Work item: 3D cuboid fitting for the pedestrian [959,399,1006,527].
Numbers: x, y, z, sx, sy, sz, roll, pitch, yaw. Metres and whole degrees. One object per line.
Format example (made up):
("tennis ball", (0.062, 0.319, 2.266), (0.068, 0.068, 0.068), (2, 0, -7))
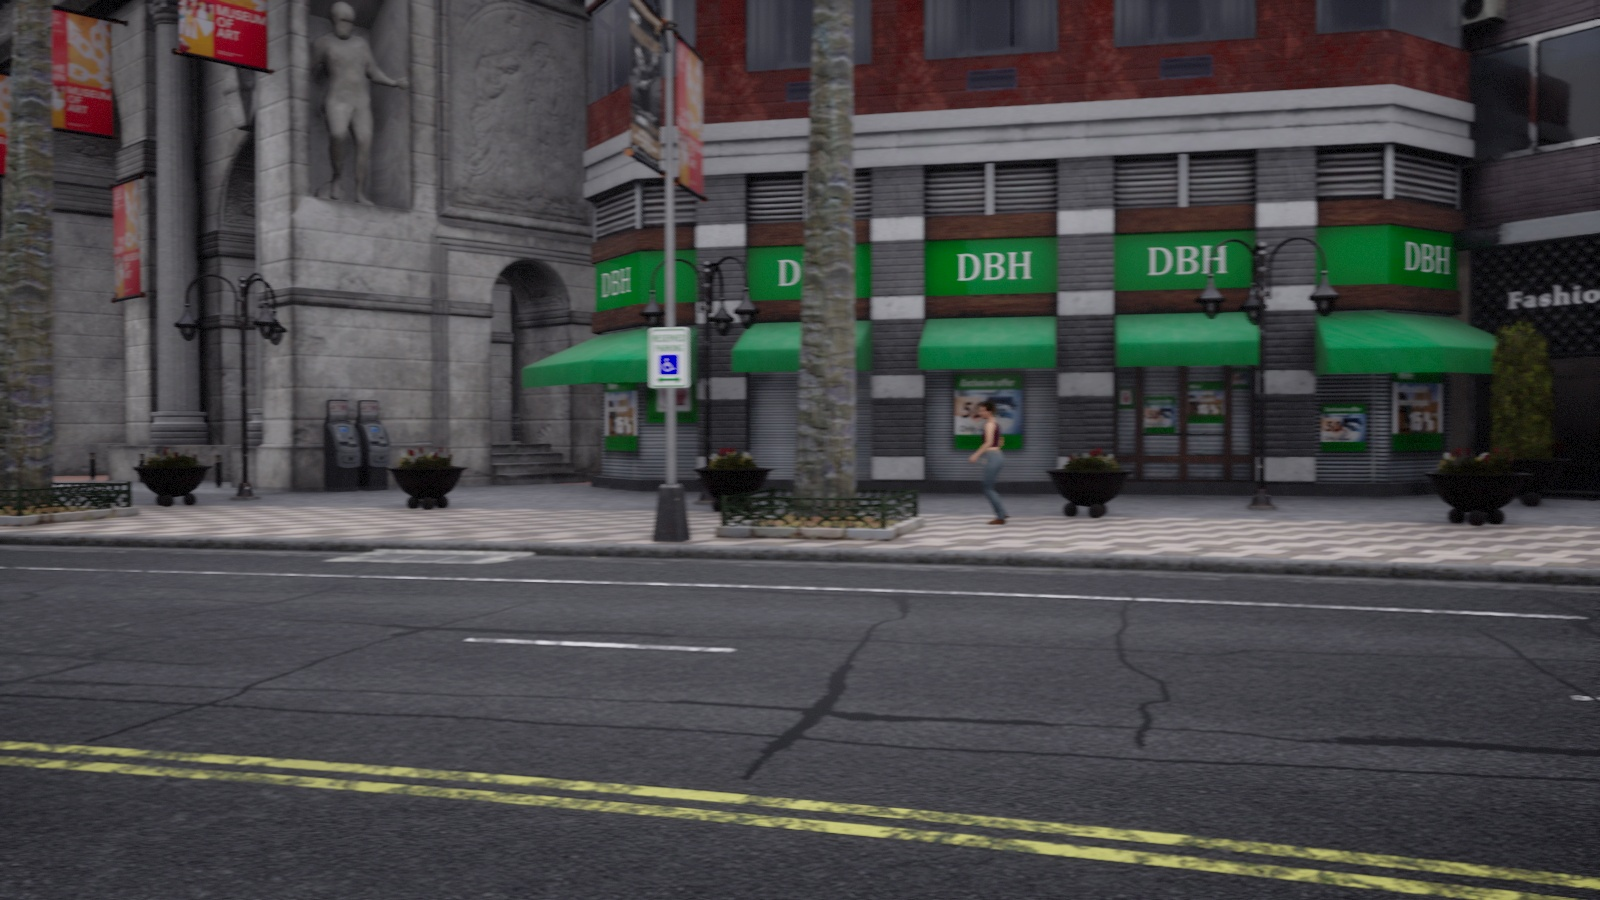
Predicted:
("pedestrian", (2.662, 0.180, 18.337), (0.594, 1.836, 0.345), (1, 1, 24))
